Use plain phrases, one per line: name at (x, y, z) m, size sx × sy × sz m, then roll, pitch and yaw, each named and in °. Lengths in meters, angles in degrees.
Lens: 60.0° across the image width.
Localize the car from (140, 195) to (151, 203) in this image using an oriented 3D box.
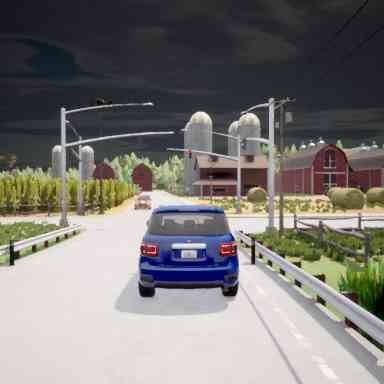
car at (-8.849, 1.229, 63.121) m, size 1.994 × 1.385 × 4.181 m, roll 0°, pitch 1°, yaw -7°

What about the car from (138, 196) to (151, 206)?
car at (-7.601, 1.389, 53.157) m, size 1.994 × 1.385 × 4.181 m, roll 0°, pitch 1°, yaw -8°

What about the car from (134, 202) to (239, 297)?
car at (-0.109, 1.364, 9.040) m, size 2.150 × 2.045 × 5.566 m, roll 0°, pitch -2°, yaw -1°

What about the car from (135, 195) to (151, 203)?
car at (-6.390, 1.332, 43.495) m, size 2.097 × 1.767 × 4.553 m, roll 0°, pitch 1°, yaw -7°
